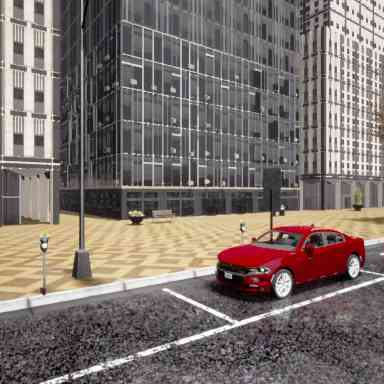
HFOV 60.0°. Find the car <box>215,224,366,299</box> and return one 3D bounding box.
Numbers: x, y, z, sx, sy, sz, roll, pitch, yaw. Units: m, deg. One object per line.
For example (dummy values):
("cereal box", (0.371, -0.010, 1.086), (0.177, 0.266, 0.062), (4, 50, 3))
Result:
("car", (2.606, 1.545, 8.422), (4.507, 1.381, 1.887), (0, 0, -36))
